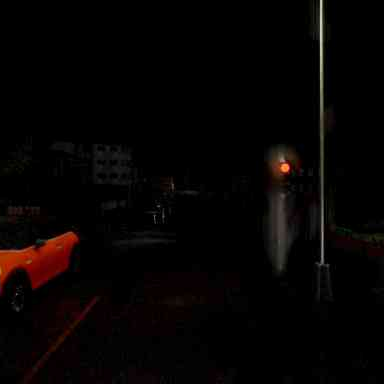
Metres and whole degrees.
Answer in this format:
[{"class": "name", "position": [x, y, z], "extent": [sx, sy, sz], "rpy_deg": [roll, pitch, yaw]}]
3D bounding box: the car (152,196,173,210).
[{"class": "car", "position": [-4.047, 1.491, 43.086], "extent": [2.128, 1.511, 4.902], "rpy_deg": [0, 0, 0]}]

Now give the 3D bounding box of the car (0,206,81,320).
[{"class": "car", "position": [-4.091, 1.352, 7.251], "extent": [2.097, 1.767, 4.553], "rpy_deg": [0, 0, 0]}]

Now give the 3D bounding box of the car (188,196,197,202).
[{"class": "car", "position": [0.095, 1.583, 76.796], "extent": [1.895, 1.301, 4.718], "rpy_deg": [0, 0, 0]}]

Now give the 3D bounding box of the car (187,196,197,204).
[{"class": "car", "position": [0.082, 1.547, 66.201], "extent": [2.033, 1.411, 5.357], "rpy_deg": [0, 0, 0]}]

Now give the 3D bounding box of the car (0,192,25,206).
[{"class": "car", "position": [-19.715, 0.985, 35.000], "extent": [1.905, 1.878, 3.866], "rpy_deg": [0, 0, 35]}]

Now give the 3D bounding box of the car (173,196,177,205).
[{"class": "car", "position": [-4.025, 1.492, 54.363], "extent": [2.128, 1.511, 4.902], "rpy_deg": [0, 0, 0]}]
